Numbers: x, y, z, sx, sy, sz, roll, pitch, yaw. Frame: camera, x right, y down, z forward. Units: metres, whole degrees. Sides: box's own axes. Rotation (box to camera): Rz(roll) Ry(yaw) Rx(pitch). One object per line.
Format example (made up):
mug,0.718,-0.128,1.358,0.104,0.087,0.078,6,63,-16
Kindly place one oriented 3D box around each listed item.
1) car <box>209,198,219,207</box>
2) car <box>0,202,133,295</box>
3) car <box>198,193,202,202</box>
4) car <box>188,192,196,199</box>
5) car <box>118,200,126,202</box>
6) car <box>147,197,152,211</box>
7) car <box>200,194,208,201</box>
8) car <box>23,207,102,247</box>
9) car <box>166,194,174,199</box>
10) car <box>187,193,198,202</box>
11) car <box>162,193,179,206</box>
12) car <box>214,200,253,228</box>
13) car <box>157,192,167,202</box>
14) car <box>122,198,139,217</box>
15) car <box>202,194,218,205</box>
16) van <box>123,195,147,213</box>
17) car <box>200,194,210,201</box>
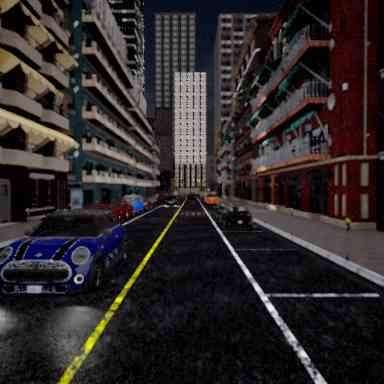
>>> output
car,2.693,1.419,26.347,2.008,1.369,4.403,-1,0,0
car,-3.096,1.308,8.777,2.097,1.767,4.553,0,0,0
car,2.708,1.233,65.010,1.887,1.381,4.507,-1,0,0
car,0.032,0.902,82.656,1.882,1.535,5.008,0,0,0
car,-5.690,1.441,20.840,1.887,1.381,4.507,-1,0,0
car,-5.685,1.256,37.410,1.967,1.590,4.097,-1,0,0
car,2.712,1.163,76.227,1.752,1.417,4.829,-1,0,0
car,-5.692,1.489,15.316,1.947,1.339,4.313,0,0,0
car,-5.664,1.172,87.121,1.802,1.307,4.206,-1,0,0
car,0.025,1.190,65.708,1.837,1.490,4.892,0,0,0
car,-3.057,1.280,50.643,1.812,1.442,4.674,0,0,0
car,2.691,1.446,20.823,2.008,1.369,4.403,-1,0,0
car,-5.675,1.004,65.026,2.192,1.841,5.009,-1,0,0
car,-5.688,1.414,26.364,1.887,1.381,4.507,-1,0,0
car,3.021,1.100,51.736,2.097,1.767,4.553,0,0,0
van,-5.688,1.184,31.886,1.690,1.788,3.998,-1,0,0
car,2.710,1.214,70.533,2.008,1.369,4.403,-1,0,0
